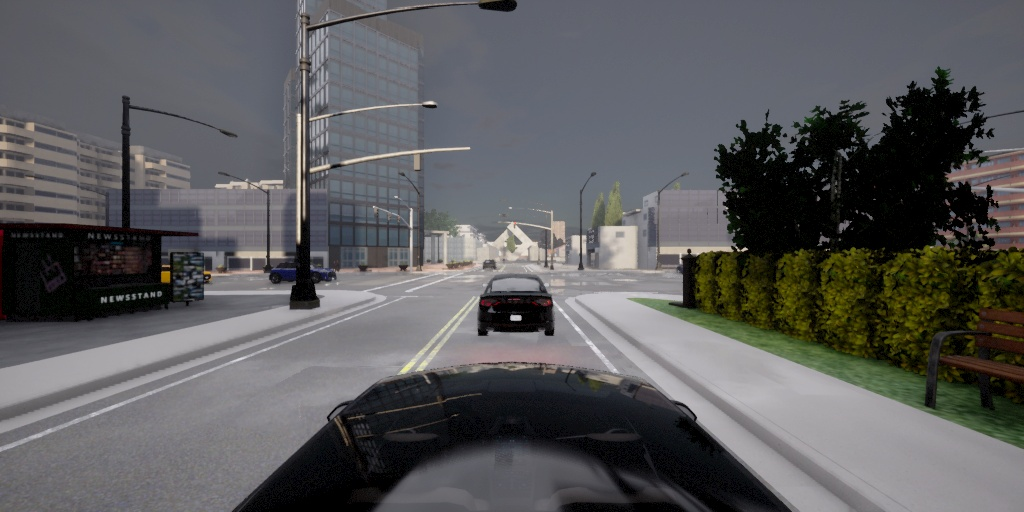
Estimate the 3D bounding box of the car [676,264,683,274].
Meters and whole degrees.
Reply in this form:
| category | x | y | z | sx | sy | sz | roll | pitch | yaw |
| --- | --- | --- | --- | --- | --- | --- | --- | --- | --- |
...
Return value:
| category | x | y | z | sx | sy | sz | roll | pitch | yaw |
| --- | --- | --- | --- | --- | --- | --- | --- | --- | --- |
| car | 20.294 | 1.056 | 38.904 | 4.553 | 1.767 | 2.097 | 0 | 0 | 0 |

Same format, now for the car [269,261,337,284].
| category | x | y | z | sx | sy | sz | roll | pitch | yaw |
| --- | --- | --- | --- | --- | --- | --- | --- | --- | --- |
| car | -16.274 | 1.210 | 28.084 | 4.553 | 1.767 | 2.097 | -1 | 0 | 0 |

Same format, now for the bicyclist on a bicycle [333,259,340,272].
| category | x | y | z | sx | sy | sz | roll | pitch | yaw |
| --- | --- | --- | --- | --- | --- | --- | --- | --- | --- |
| bicyclist on a bicycle | -21.803 | 1.216 | 44.543 | 0.582 | 1.620 | 1.656 | -1 | 0 | 0 |

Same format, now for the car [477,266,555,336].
| category | x | y | z | sx | sy | sz | roll | pitch | yaw |
| --- | --- | --- | --- | --- | --- | --- | --- | --- | --- |
| car | 0.114 | 1.228 | 10.474 | 1.882 | 1.535 | 5.008 | 0 | 0 | 1 |

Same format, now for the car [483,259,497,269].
| category | x | y | z | sx | sy | sz | roll | pitch | yaw |
| --- | --- | --- | --- | --- | --- | --- | --- | --- | --- |
| car | -3.356 | 1.227 | 54.257 | 1.882 | 1.535 | 5.008 | 0 | 0 | 0 |

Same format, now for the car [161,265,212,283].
| category | x | y | z | sx | sy | sz | roll | pitch | yaw |
| --- | --- | --- | --- | --- | --- | --- | --- | --- | --- |
| car | -26.386 | 1.454 | 28.052 | 5.008 | 1.535 | 1.882 | -1 | 0 | 0 |
